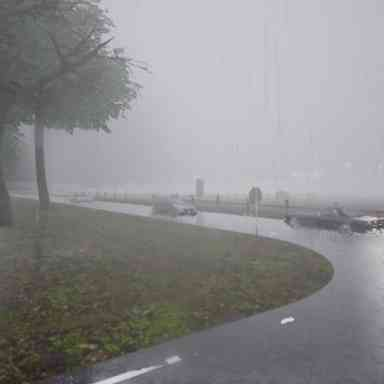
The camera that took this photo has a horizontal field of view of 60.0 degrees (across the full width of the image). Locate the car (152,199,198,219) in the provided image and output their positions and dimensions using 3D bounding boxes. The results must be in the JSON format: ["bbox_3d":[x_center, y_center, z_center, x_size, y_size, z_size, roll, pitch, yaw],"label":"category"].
[{"bbox_3d":[-1.386,1.226,25.646,1.994,1.385,4.181,-1,2,-36],"label":"car"}]

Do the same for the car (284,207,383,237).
[{"bbox_3d":[7.154,1.428,17.213,1.895,1.301,4.718,-1,2,-36],"label":"car"}]

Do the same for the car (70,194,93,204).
[{"bbox_3d":[-14.784,0.930,44.369,1.895,1.301,4.718,-1,1,-35],"label":"car"}]
